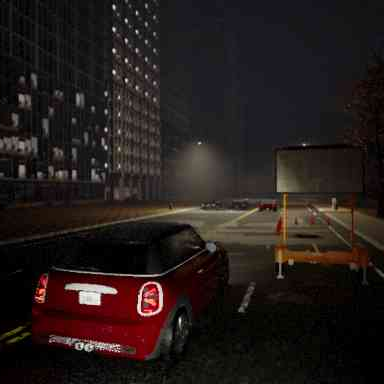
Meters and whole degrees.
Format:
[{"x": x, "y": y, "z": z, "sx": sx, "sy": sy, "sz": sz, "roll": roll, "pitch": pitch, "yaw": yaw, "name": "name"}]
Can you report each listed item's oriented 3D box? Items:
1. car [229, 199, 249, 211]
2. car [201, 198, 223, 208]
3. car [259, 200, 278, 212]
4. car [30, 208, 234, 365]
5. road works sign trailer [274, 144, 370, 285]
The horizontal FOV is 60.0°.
[{"x": 5.707, "y": 1.522, "z": 39.937, "sx": 1.994, "sy": 1.385, "sz": 4.181, "roll": 0, "pitch": 0, "yaw": 17, "name": "car"}, {"x": 2.517, "y": 1.463, "z": 40.613, "sx": 1.837, "sy": 1.490, "sz": 4.892, "roll": 0, "pitch": 0, "yaw": 17, "name": "car"}, {"x": 9.009, "y": 1.559, "z": 38.957, "sx": 1.895, "sy": 1.301, "sz": 4.718, "roll": 0, "pitch": 0, "yaw": 16, "name": "car"}, {"x": -0.670, "y": 1.344, "z": 6.193, "sx": 2.097, "sy": 1.767, "sz": 4.553, "roll": 0, "pitch": 0, "yaw": 16, "name": "car"}, {"x": 3.653, "y": 0.452, "z": 9.705, "sx": 2.380, "sy": 3.560, "sz": 2.880, "roll": 0, "pitch": 0, "yaw": 16, "name": "road works sign trailer"}]
